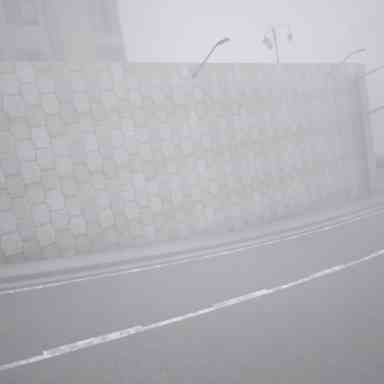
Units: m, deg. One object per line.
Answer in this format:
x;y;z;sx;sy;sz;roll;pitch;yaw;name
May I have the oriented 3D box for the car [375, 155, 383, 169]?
18.983;-3.005;33.457;1.994;1.385;4.181;-15;9;-34;car
